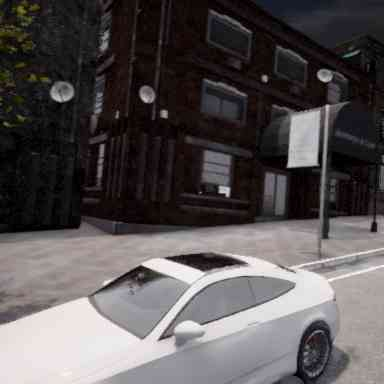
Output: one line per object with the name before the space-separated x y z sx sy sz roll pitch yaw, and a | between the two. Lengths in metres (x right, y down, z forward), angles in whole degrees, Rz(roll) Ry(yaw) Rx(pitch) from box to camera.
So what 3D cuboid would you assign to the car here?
car | -0.094 1.530 3.924 4.674 1.442 1.812 0 0 -35
